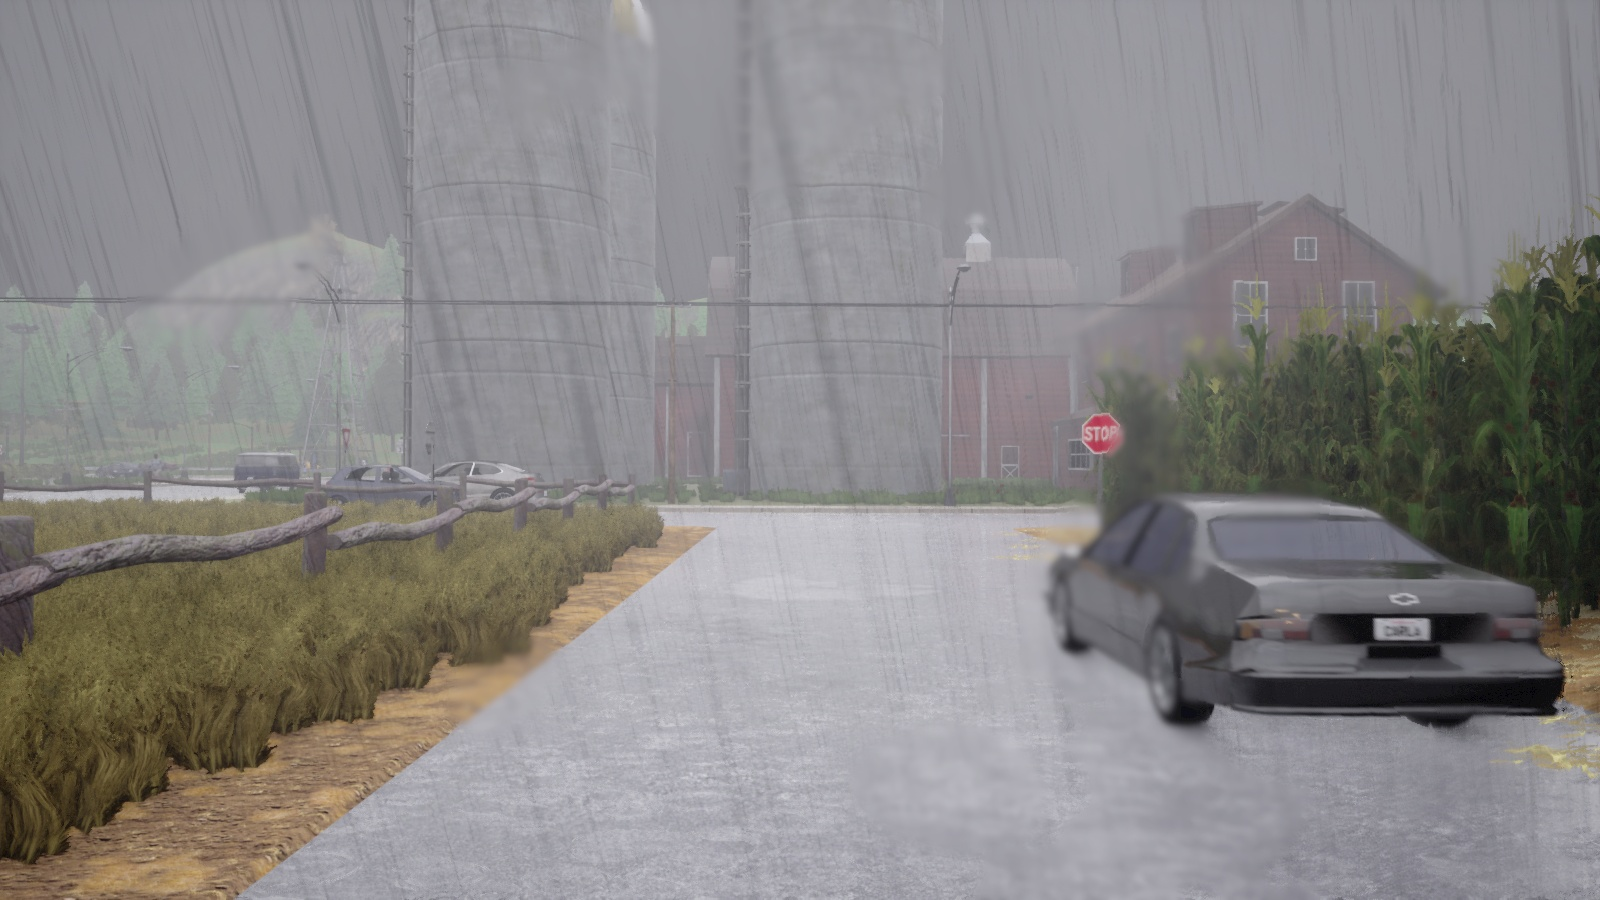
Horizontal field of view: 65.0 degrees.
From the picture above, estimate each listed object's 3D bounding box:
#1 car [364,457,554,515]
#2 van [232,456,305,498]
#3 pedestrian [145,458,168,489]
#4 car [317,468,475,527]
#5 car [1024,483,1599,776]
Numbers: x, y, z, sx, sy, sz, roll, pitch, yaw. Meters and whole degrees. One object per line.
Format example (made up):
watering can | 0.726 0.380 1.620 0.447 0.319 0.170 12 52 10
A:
car | -9.997 1.045 37.124 5.027 1.651 2.152 0 -1 1
van | -26.025 1.312 61.651 1.775 1.987 4.442 0 -1 -1
pedestrian | -38.203 1.384 74.552 0.874 1.855 0.900 0 -1 -2
car | -10.764 1.251 33.654 3.633 1.501 1.845 0 -1 0
car | 3.115 0.983 9.072 2.033 1.411 5.357 0 -1 0
